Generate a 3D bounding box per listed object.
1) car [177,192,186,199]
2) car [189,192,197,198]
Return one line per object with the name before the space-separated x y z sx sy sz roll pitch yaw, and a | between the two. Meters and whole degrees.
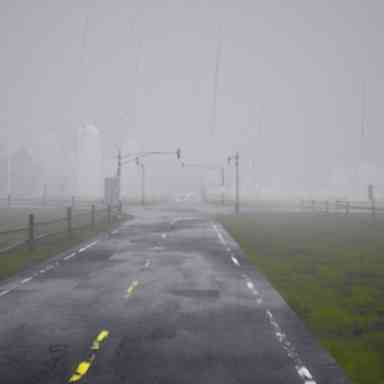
car | -2.542 0.883 83.546 2.097 1.767 4.553 0 0 0
car | 0.250 1.002 91.993 2.128 1.511 4.902 0 0 0
